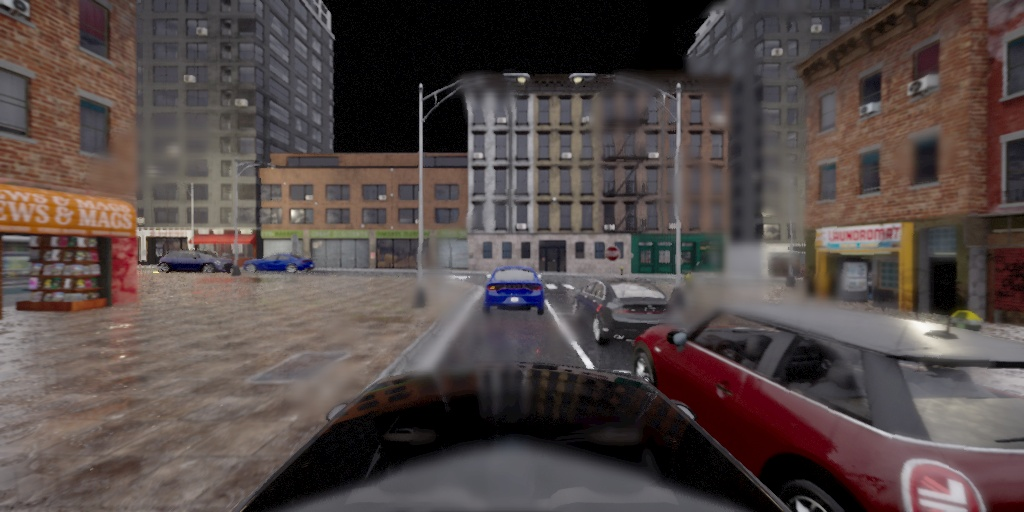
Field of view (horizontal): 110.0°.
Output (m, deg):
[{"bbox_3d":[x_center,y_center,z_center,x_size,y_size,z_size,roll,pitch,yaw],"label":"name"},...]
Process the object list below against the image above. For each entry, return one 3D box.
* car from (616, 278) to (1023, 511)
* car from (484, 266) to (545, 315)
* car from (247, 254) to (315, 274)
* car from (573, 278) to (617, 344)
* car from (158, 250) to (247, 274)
[{"bbox_3d":[2.638,1.166,3.498,1.967,1.591,4.097,0,0,0],"label":"car"},{"bbox_3d":[0.074,1.078,12.890,1.882,1.535,5.008,0,1,0],"label":"car"},{"bbox_3d":[-18.245,0.568,28.242,5.008,1.535,1.882,1,0,0],"label":"car"},{"bbox_3d":[2.637,1.203,9.002,2.007,1.370,4.403,0,0,0],"label":"car"},{"bbox_3d":[-21.913,0.397,25.250,4.553,1.767,2.097,1,0,0],"label":"car"}]
